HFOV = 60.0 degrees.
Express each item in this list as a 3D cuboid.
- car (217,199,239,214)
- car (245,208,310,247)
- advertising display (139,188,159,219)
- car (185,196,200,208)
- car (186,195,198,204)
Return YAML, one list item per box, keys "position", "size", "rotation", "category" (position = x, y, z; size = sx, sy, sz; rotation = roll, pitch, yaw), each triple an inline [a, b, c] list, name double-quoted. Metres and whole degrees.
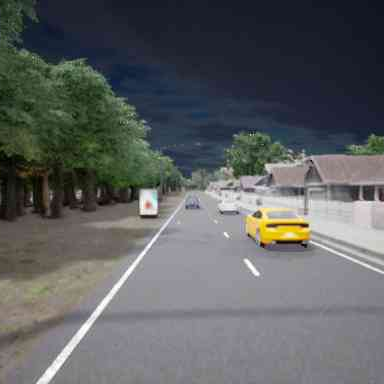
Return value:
- position: [3.600, 1.414, 33.709]
  size: [1.812, 1.442, 4.674]
  rotation: [0, 0, 0]
  category: "car"
- position: [3.599, 1.427, 14.729]
  size: [1.882, 1.535, 5.008]
  rotation: [0, 0, 0]
  category: "car"
- position: [-3.511, 0.937, 26.955]
  size: [1.540, 2.440, 0.280]
  rotation: [-1, 1, 0]
  category: "advertising display"
- position: [0.080, 1.387, 43.682]
  size: [2.033, 1.411, 5.357]
  rotation: [0, 0, 0]
  category: "car"
- position: [-0.001, 1.317, 56.412]
  size: [1.994, 1.385, 4.181]
  rotation: [0, 0, 0]
  category: "car"
